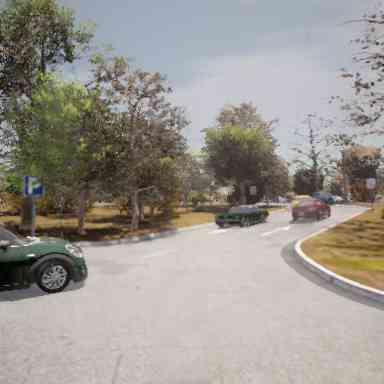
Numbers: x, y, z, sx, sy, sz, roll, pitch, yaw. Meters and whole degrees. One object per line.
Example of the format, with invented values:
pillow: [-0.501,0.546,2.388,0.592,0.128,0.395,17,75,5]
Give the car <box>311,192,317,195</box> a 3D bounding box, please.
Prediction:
car: [11.536,1.157,34.535,1.882,1.535,5.008,-4,-1,25]

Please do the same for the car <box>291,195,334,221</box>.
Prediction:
car: [8.461,1.219,23.520,1.812,1.442,4.674,-4,-1,35]

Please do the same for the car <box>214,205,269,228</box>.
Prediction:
car: [3.358,1.585,22.184,1.895,1.301,4.718,-4,-1,35]

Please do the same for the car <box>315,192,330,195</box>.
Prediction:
car: [16.393,0.793,43.310,2.097,1.767,4.553,-3,0,-7]

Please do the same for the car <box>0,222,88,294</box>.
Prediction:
car: [-4.876,1.461,7.804,4.553,1.767,2.097,0,-1,-29]
